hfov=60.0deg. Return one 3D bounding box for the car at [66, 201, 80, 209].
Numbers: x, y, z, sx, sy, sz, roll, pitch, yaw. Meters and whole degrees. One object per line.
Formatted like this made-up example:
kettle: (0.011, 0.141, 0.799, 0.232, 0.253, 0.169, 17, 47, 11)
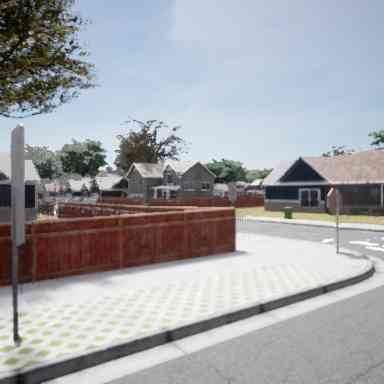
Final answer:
car: (-16.923, 1.876, 48.062, 1.895, 1.301, 4.718, 0, 0, -36)
